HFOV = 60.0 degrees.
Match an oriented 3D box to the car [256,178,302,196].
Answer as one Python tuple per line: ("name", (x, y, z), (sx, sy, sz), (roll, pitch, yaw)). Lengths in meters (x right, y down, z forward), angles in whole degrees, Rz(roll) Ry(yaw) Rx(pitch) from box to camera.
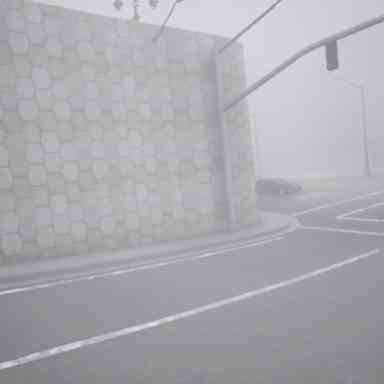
("car", (7.344, -0.475, 29.324), (1.837, 1.490, 4.892), (-9, 5, -35))
